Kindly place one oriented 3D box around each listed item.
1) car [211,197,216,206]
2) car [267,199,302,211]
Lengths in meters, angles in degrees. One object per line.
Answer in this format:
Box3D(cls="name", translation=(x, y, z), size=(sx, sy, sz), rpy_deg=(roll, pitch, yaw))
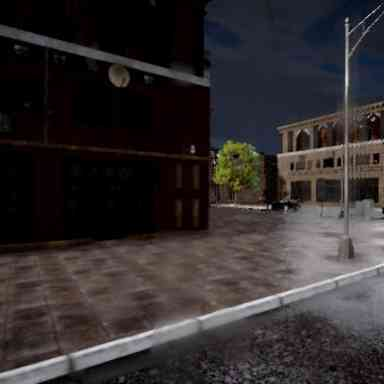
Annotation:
Box3D(cls="car", translation=(2.154, 1.418, 52.861), size=(1.887, 1.381, 4.507), rpy_deg=(1, 0, -28))
Box3D(cls="car", translation=(10.295, 1.428, 37.418), size=(2.008, 1.369, 4.403), rpy_deg=(1, 0, -28))
